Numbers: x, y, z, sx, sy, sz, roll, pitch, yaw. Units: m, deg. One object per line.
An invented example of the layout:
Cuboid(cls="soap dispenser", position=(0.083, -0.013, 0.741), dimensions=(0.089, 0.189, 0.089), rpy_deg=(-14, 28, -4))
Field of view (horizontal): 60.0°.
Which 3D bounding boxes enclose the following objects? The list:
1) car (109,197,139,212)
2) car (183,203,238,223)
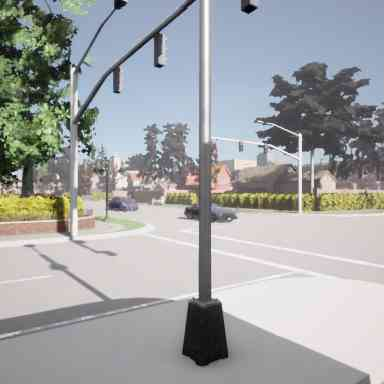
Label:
Cuboid(cls="car", position=(-8.067, 1.353, 39.234), dimensions=(2.097, 1.767, 4.553), rpy_deg=(0, 0, -36))
Cuboid(cls="car", position=(1.294, 1.547, 25.891), dimensions=(2.033, 1.411, 5.357), rpy_deg=(0, 0, -31))
